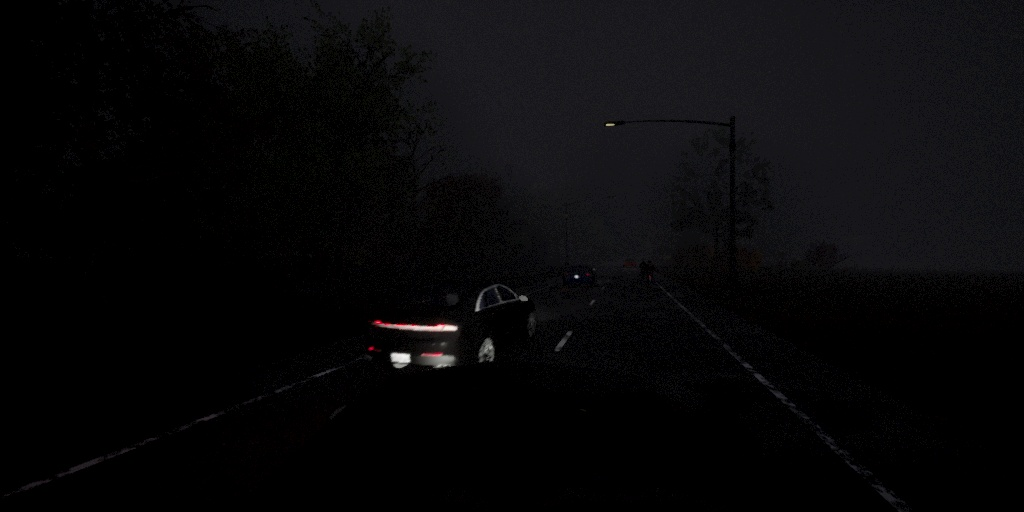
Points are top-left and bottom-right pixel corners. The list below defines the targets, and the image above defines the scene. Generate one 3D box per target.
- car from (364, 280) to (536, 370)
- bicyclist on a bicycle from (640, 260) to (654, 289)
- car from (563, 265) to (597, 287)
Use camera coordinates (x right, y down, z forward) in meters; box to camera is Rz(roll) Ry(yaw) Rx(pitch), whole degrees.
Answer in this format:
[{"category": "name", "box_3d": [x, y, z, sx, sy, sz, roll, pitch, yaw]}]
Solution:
[{"category": "car", "box_3d": [-0.846, 1.241, 7.409, 2.128, 1.511, 4.902, 0, 0, 18]}, {"category": "bicyclist on a bicycle", "box_3d": [8.420, 1.125, 22.016, 0.659, 1.776, 1.843, 0, 0, 18]}, {"category": "car", "box_3d": [4.797, 1.318, 25.017, 1.994, 1.385, 4.181, 0, 0, 18]}]
